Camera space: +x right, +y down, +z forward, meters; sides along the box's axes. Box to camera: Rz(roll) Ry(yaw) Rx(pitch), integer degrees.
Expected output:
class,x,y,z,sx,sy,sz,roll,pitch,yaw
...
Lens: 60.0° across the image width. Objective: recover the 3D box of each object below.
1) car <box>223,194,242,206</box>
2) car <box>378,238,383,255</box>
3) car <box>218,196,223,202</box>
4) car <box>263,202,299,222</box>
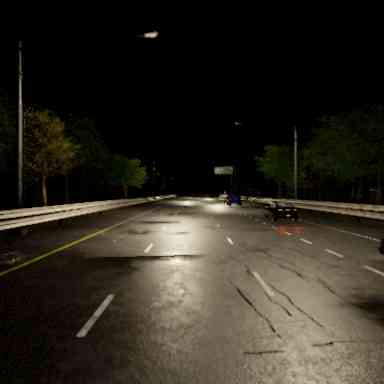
class,x,y,z,sx,sy,sz,roll,pitch,yaw
car,7.178,1.343,57.093,2.150,2.045,5.566,0,0,0
car,7.003,1.558,8.414,2.033,1.411,5.357,0,0,0
car,7.360,1.707,81.194,1.812,1.442,4.674,0,0,1
car,7.039,1.536,26.676,2.128,1.511,4.902,0,0,0
